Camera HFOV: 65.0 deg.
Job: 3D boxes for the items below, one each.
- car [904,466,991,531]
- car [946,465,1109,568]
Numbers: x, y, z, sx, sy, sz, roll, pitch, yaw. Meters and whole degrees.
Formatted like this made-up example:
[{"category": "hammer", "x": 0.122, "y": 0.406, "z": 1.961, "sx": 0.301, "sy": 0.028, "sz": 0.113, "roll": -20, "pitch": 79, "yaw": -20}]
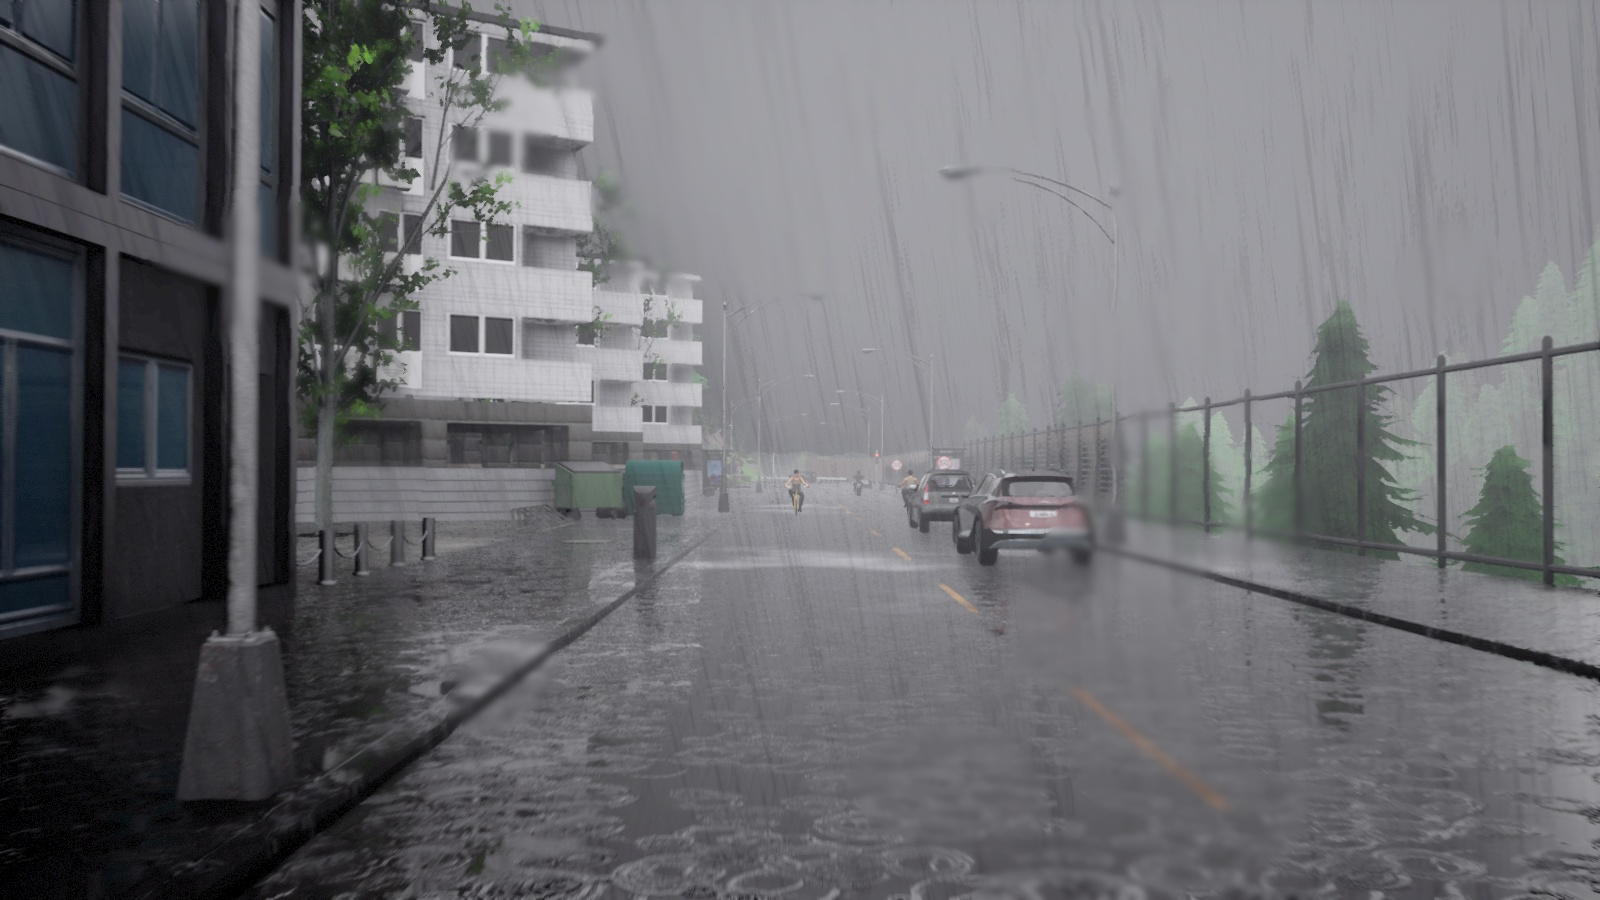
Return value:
[{"category": "car", "x": 3.911, "y": 1.264, "z": 33.830, "sx": 1.851, "sy": 1.617, "sz": 3.988, "roll": 0, "pitch": -1, "yaw": 0}, {"category": "car", "x": 3.940, "y": 1.107, "z": 22.598, "sx": 2.033, "sy": 1.649, "sz": 4.856, "roll": 0, "pitch": -1, "yaw": 0}]
